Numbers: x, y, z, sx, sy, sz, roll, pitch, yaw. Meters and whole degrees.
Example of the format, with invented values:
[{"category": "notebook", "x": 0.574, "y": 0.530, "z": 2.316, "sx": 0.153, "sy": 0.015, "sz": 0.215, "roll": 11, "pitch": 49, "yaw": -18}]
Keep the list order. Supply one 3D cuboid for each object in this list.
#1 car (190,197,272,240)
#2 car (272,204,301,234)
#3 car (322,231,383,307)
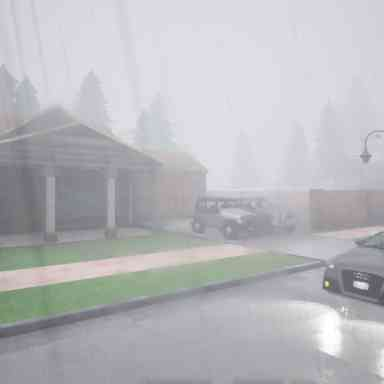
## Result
[{"category": "car", "x": 1.575, "y": 1.176, "z": 15.957, "sx": 1.905, "sy": 1.878, "sz": 3.866, "roll": 0, "pitch": 0, "yaw": -36}, {"category": "car", "x": 3.394, "y": 1.174, "z": 17.735, "sx": 1.932, "sy": 1.855, "sz": 4.605, "roll": 0, "pitch": 0, "yaw": -36}, {"category": "car", "x": 4.788, "y": 1.564, "z": 7.376, "sx": 4.181, "sy": 1.385, "sz": 1.994, "roll": 0, "pitch": 0, "yaw": -35}]
